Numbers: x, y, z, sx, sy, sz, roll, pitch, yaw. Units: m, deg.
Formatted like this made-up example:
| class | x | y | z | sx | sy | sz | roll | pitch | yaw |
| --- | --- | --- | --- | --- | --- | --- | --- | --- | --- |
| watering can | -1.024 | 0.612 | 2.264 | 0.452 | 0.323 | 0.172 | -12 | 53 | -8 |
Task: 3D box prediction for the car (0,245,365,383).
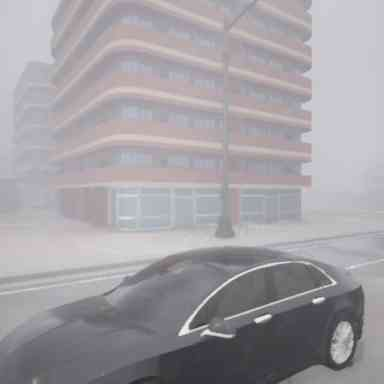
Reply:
| class | x | y | z | sx | sy | sz | roll | pitch | yaw |
| --- | --- | --- | --- | --- | --- | --- | --- | --- | --- |
| car | 0.278 | 1.520 | 4.184 | 4.892 | 1.490 | 1.837 | 1 | 0 | -35 |
